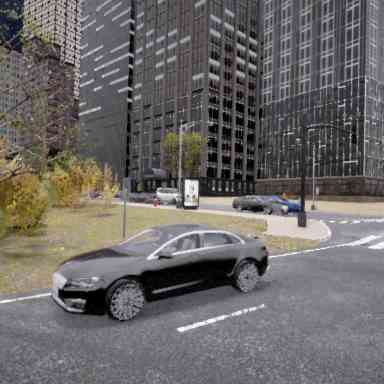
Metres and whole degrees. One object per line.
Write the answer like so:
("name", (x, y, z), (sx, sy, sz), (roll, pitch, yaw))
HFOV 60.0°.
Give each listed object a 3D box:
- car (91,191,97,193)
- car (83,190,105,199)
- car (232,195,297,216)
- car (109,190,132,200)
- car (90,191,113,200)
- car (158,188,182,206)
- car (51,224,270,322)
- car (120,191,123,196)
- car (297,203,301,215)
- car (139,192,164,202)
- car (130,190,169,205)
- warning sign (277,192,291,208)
("car", (-17.441, 0.223, 53.122), (2.150, 2.045, 5.566), (3, -1, -42))
("car", (-19.156, 0.444, 64.669), (2.128, 1.511, 4.902), (3, -1, -43))
("car", (5.336, 1.026, 26.324), (2.128, 1.511, 4.902), (3, -1, -39))
("car", (-13.627, 0.505, 63.391), (2.097, 1.767, 4.553), (3, -1, -43))
("car", (-15.064, 0.557, 55.325), (1.812, 1.442, 4.674), (3, -1, -42))
("car", (-2.340, 0.579, 40.688), (2.150, 2.045, 5.566), (3, 0, -40))
("car", (-0.419, 1.495, 7.313), (4.902, 1.511, 2.128), (0, 0, -35))
("car", (-10.175, 0.760, 54.858), (1.994, 1.385, 4.181), (3, -1, -42))
("car", (7.279, 1.114, 29.094), (1.882, 1.535, 5.008), (3, -1, -39))
("car", (-6.800, 0.865, 55.896), (1.812, 1.442, 4.674), (3, -1, -41))
("car", (-5.110, 0.801, 38.905), (1.994, 1.385, 4.181), (3, -1, -40))
("warning sign", (10.961, 0.989, 39.546), (1.300, 1.860, 1.060), (2, -1, -40))
